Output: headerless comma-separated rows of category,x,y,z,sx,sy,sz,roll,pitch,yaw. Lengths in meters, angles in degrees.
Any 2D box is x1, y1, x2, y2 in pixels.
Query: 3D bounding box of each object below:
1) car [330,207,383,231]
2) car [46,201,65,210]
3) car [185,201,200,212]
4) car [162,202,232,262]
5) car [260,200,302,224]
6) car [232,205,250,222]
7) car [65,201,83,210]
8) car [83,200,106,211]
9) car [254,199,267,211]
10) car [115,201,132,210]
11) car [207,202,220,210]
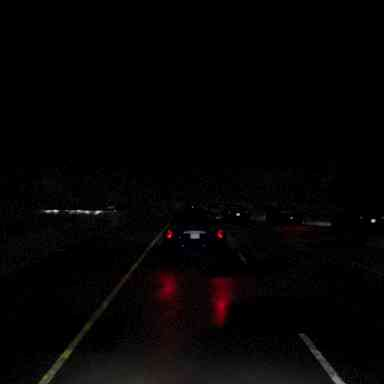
car,10.591,1.677,21.448,1.994,1.385,4.181,0,-1,0
car,-21.071,2.138,51.859,1.994,1.385,4.181,0,-1,0
car,0.082,2.031,46.489,1.994,1.385,4.181,0,-1,0
car,0.093,1.396,12.386,2.097,1.767,4.553,0,0,0
car,7.090,1.652,26.081,2.128,1.511,4.902,0,-1,0
car,3.589,1.743,27.863,1.994,1.385,4.181,0,-1,0
car,-17.567,2.131,52.238,2.033,1.411,5.357,0,-1,1
car,-14.076,2.026,49.315,1.837,1.490,4.892,0,-1,0
car,10.581,1.875,49.295,2.097,1.767,4.553,0,-1,0
car,-10.574,2.122,51.822,2.033,1.411,5.357,0,-1,1
car,3.579,2.256,55.393,1.895,1.301,4.718,0,-1,0
